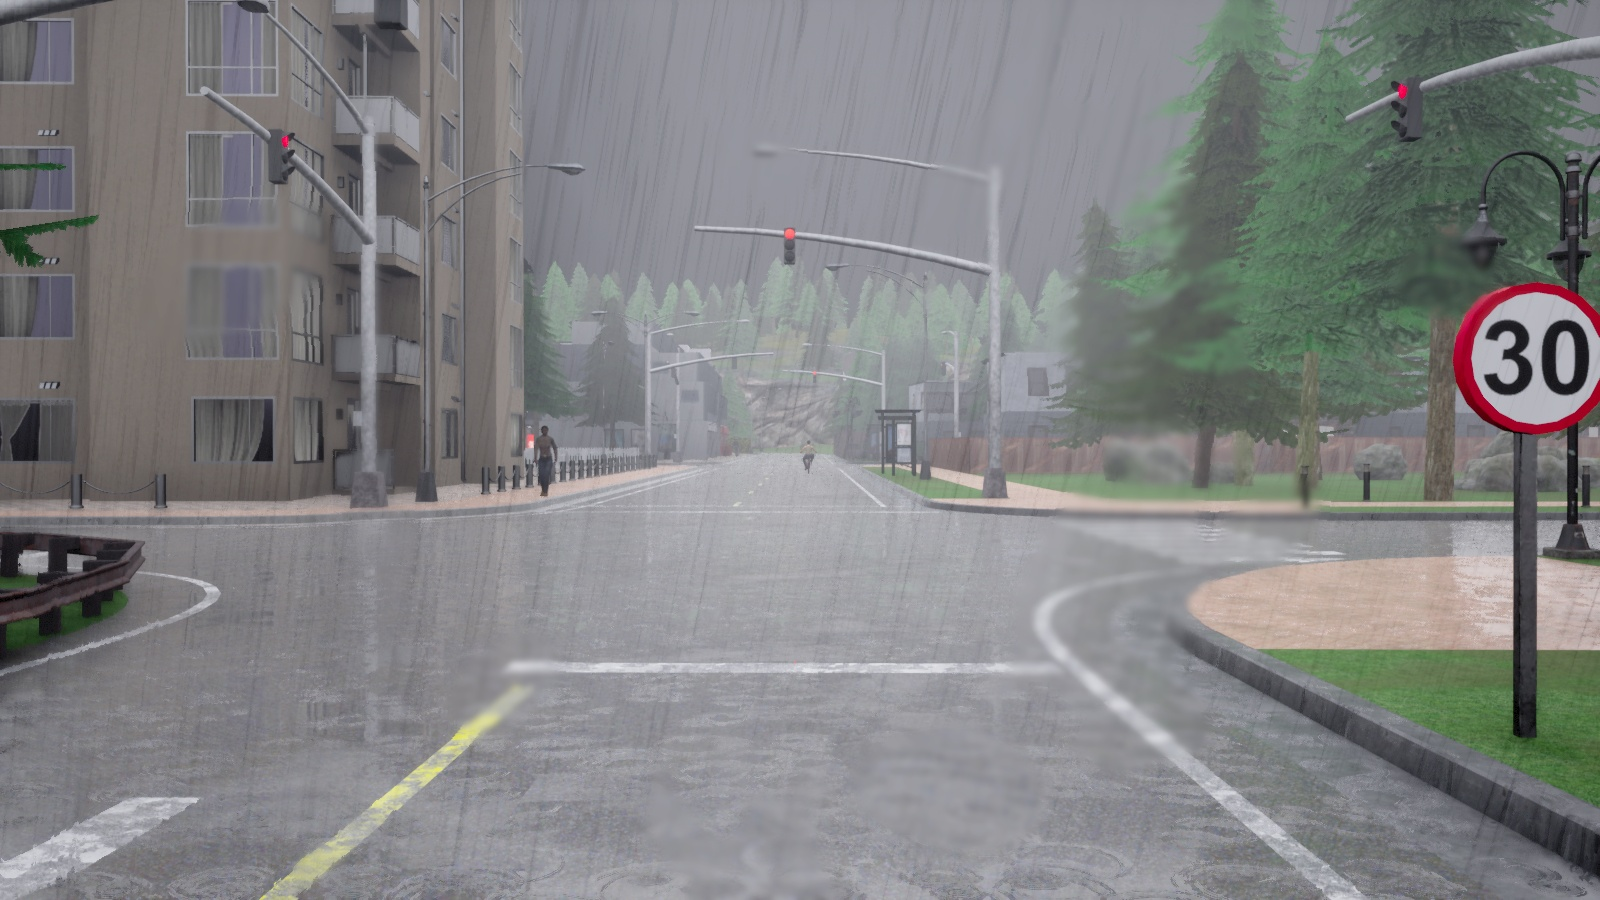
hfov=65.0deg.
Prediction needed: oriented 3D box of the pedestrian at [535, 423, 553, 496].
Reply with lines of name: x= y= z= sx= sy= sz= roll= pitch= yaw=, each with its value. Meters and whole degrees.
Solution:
pedestrian: x=-6.368 y=0.226 z=31.291 sx=0.328 sy=1.805 sz=0.869 roll=0 pitch=0 yaw=-5
